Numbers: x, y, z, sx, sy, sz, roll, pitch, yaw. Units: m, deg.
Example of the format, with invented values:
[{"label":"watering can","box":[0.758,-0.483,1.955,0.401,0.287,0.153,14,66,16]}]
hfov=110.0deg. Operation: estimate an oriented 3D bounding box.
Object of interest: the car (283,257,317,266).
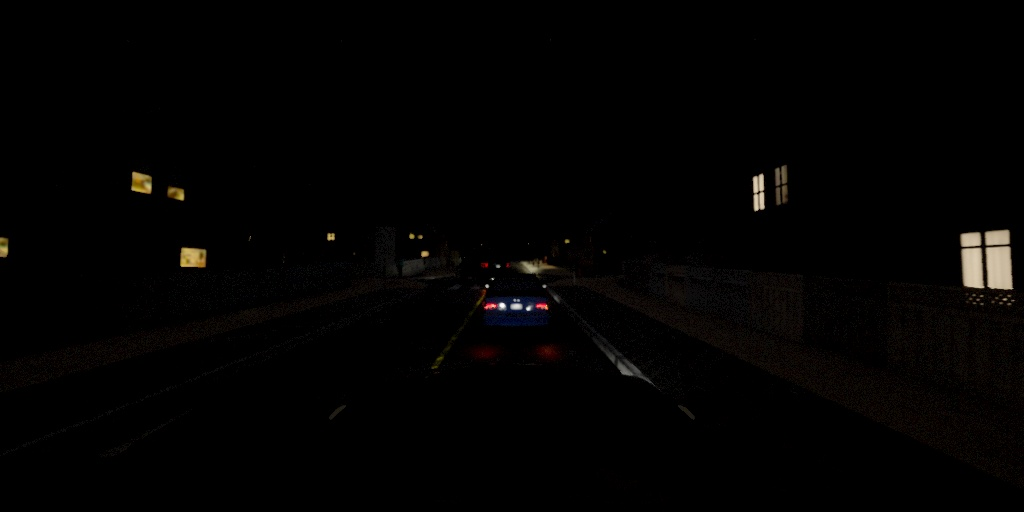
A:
[{"label":"car","box":[-14.450,0.842,25.645,4.553,1.767,2.097,0,-2,3]}]

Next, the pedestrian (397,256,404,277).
[{"label":"pedestrian","box":[-9.763,0.879,31.316,0.375,1.860,0.375,0,-2,-1]}]

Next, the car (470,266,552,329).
[{"label":"car","box":[0.116,1.219,10.922,2.033,1.411,5.357,0,0,0]}]

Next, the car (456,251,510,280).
[{"label":"car","box":[-2.013,0.715,24.252,2.150,2.045,5.566,1,0,-26]}]
